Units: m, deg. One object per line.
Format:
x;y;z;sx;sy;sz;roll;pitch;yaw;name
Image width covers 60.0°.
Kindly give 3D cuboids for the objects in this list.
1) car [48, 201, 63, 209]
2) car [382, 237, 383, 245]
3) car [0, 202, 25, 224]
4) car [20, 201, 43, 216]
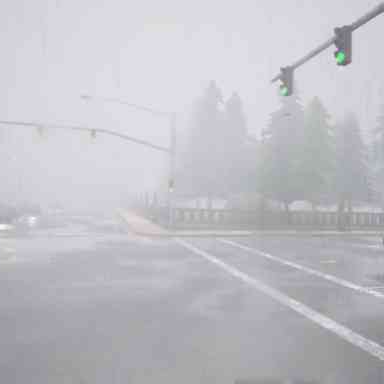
-23.148;2.235;56.584;1.895;1.301;4.718;2;-1;-15;car
11.507;2.072;15.721;4.902;1.511;2.128;1;-1;-11;car
-15.289;1.763;26.831;1.994;1.385;4.181;2;-1;-15;car
-18.019;1.949;37.053;1.895;1.301;4.718;2;-1;-15;car
